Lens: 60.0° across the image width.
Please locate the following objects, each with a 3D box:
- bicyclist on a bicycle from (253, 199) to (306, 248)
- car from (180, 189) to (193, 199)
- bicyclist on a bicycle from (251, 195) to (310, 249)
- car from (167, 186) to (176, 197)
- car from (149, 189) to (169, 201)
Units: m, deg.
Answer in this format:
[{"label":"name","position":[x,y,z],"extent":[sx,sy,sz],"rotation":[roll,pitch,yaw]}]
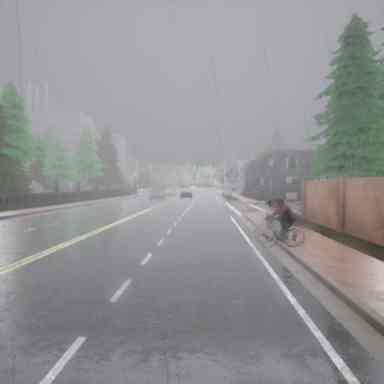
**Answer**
[{"label":"bicyclist on a bicycle","position":[2.866,1.017,10.708],"extent":[1.656,1.620,0.582],"rotation":[7,20,10]},{"label":"car","position":[-0.879,0.321,56.199],"extent":[1.882,1.535,5.008],"rotation":[0,1,3]},{"label":"bicyclist on a bicycle","position":[3.023,1.068,11.507],"extent":[1.656,1.620,0.582],"rotation":[-8,-11,5]},{"label":"car","position":[-4.124,0.141,64.544],"extent":[1.882,1.535,5.008],"rotation":[0,1,3]},{"label":"car","position":[-4.951,0.565,47.937],"extent":[1.994,1.385,4.181],"rotation":[0,1,3]}]
